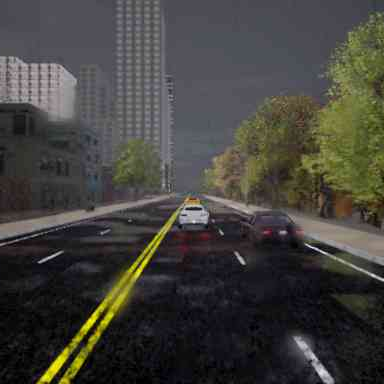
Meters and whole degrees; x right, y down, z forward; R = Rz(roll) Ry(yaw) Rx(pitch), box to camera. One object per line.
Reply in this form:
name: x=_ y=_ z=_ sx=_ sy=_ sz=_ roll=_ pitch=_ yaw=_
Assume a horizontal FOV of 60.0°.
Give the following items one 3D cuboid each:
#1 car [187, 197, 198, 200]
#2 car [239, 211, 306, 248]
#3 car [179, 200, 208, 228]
car: x=0.103 y=1.467 z=47.193 sx=1.882 sy=1.535 sz=5.008 roll=0 pitch=0 yaw=0
car: x=3.350 y=1.546 z=14.747 sx=2.033 sy=1.411 sz=5.357 roll=0 pitch=0 yaw=0
car: x=0.101 y=1.523 z=21.908 sx=1.812 sy=1.442 sz=4.674 roll=0 pitch=0 yaw=0
